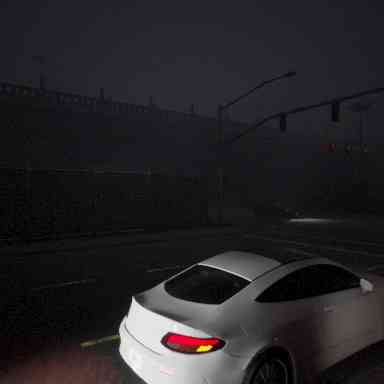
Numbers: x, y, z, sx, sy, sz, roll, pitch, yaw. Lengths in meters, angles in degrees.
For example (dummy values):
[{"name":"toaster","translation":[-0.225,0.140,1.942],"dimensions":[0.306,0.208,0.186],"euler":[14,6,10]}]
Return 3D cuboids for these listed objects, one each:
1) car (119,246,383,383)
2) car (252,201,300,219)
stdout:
[{"name":"car","translation":[1.312,1.526,4.720],"dimensions":[4.674,1.442,1.812],"euler":[0,0,-35]},{"name":"car","translation":[7.453,1.581,29.985],"dimensions":[1.812,1.442,4.674],"euler":[0,0,-37]}]
